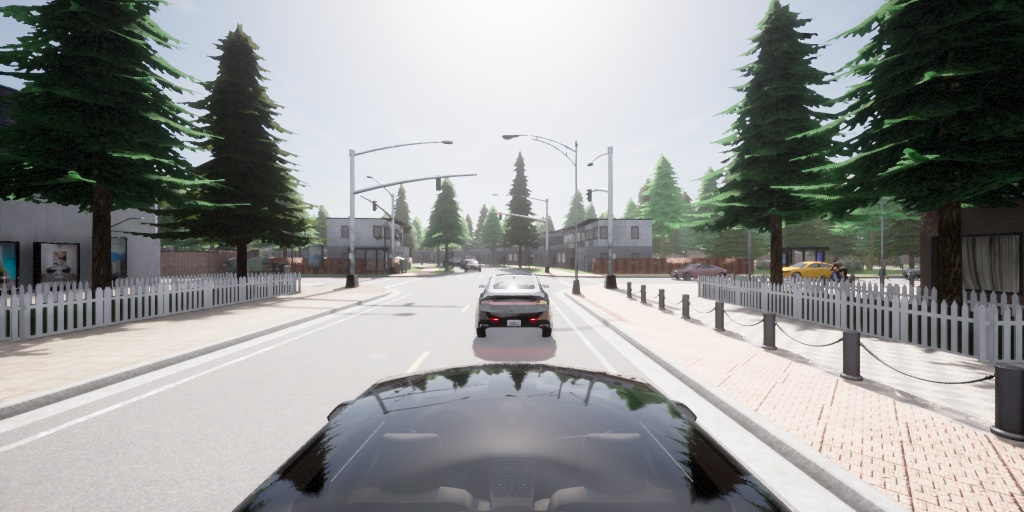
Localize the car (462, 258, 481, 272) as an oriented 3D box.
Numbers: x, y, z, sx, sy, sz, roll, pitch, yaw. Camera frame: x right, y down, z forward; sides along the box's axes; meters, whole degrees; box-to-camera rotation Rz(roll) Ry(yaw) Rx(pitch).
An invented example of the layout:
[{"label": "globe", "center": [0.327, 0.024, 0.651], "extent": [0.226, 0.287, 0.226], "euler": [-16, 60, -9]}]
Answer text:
[{"label": "car", "center": [-4.940, 1.279, 45.332], "extent": [1.994, 1.385, 4.181], "euler": [0, 0, -7]}]

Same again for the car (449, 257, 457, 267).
[{"label": "car", "center": [-9.919, 1.067, 64.064], "extent": [2.097, 1.767, 4.553], "euler": [0, 0, -24]}]

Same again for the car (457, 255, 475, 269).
[{"label": "car", "center": [-6.543, 0.937, 54.496], "extent": [2.150, 2.045, 5.566], "euler": [0, 0, -15]}]

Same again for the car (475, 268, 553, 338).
[{"label": "car", "center": [0.057, 1.242, 10.213], "extent": [2.128, 1.511, 4.902], "euler": [0, 0, 0]}]

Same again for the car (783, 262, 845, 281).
[{"label": "car", "center": [24.177, 1.212, 29.261], "extent": [5.008, 1.535, 1.882], "euler": [0, 0, 2]}]

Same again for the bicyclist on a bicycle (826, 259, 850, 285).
[{"label": "bicyclist on a bicycle", "center": [19.887, 1.035, 21.898], "extent": [0.582, 1.620, 1.656], "euler": [0, 0, 2]}]

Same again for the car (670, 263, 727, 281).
[{"label": "car", "center": [15.297, 1.299, 29.516], "extent": [4.181, 1.385, 1.994], "euler": [0, 0, 2]}]

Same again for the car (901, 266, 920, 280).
[{"label": "car", "center": [34.549, 1.239, 28.939], "extent": [4.892, 1.490, 1.837], "euler": [0, 0, 2]}]
